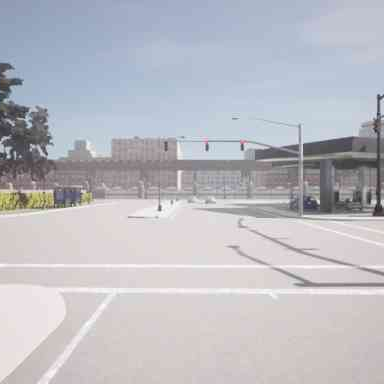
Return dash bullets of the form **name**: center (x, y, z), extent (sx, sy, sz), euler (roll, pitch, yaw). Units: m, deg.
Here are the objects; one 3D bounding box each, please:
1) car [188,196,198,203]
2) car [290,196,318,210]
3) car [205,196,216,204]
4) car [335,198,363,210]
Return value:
- **car**: center (0.192, 1.525, 66.125), extent (1.812, 1.442, 4.674), euler (0, 0, 0)
- **car**: center (13.263, 1.294, 39.652), extent (2.242, 1.667, 4.611), euler (0, 0, 0)
- **car**: center (3.585, 1.525, 64.340), extent (1.812, 1.442, 4.674), euler (0, 0, 0)
- **car**: center (19.009, 1.455, 40.407), extent (1.970, 1.475, 3.806), euler (0, 0, 0)
